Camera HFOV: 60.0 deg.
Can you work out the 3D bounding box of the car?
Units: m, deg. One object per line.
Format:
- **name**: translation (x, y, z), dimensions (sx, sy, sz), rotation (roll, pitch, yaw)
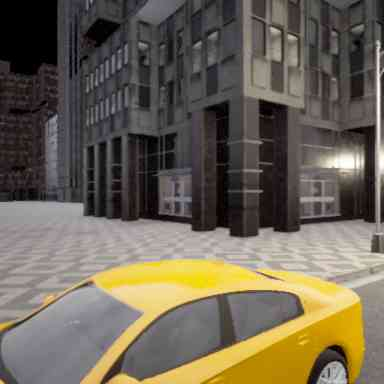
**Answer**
- **car**: translation (-0.385, 1.479, 3.098), dimensions (5.008, 1.535, 1.882), rotation (0, 0, -35)
